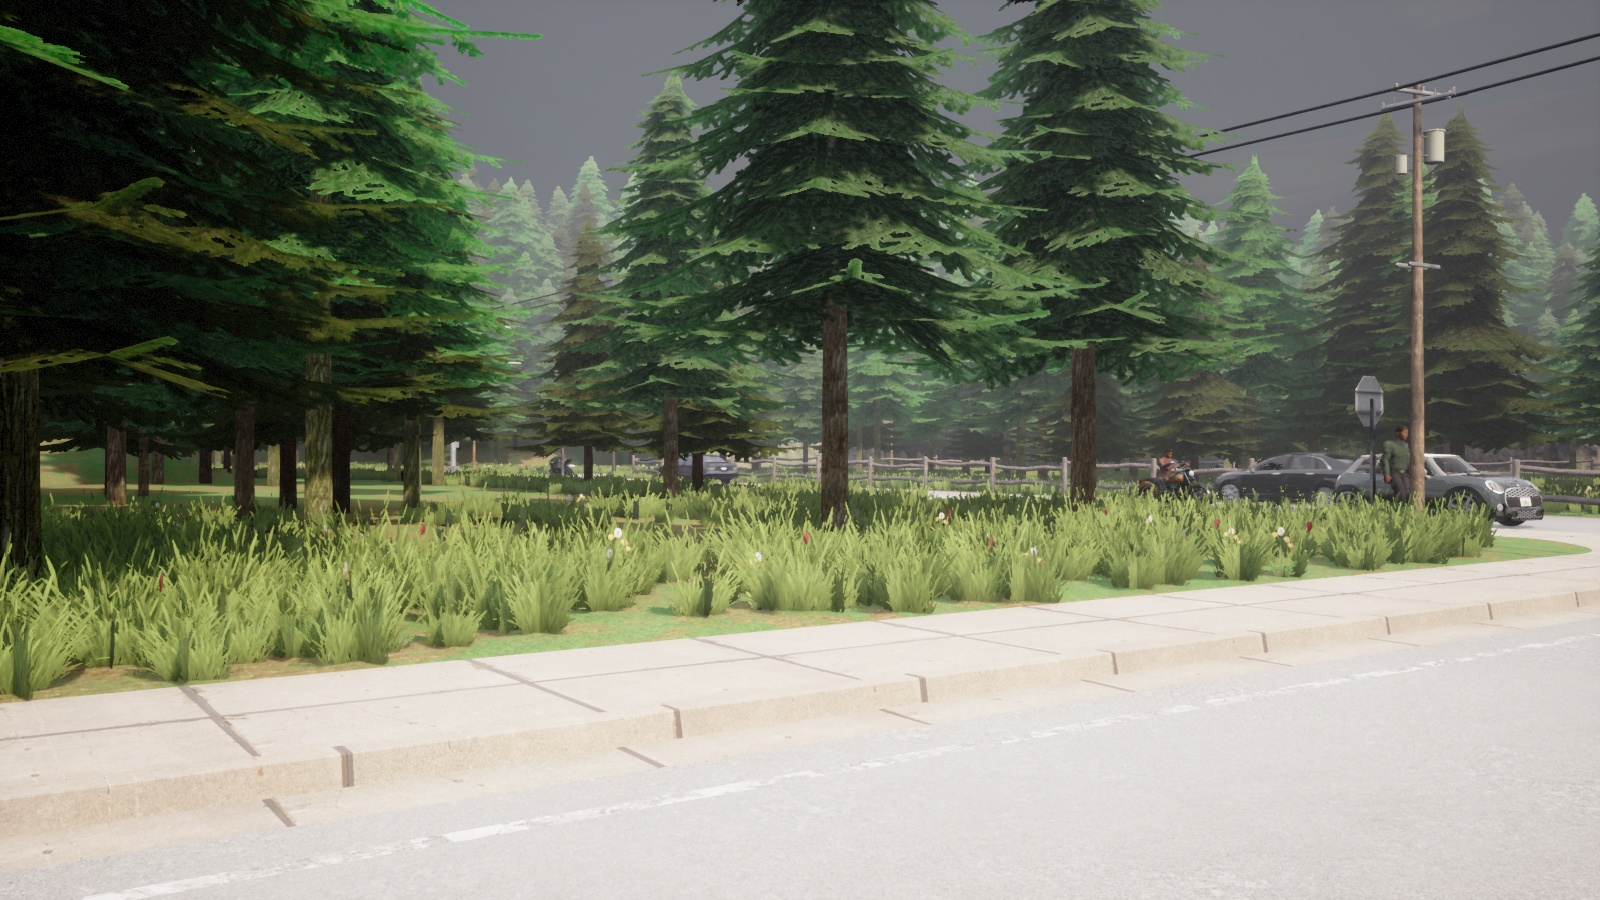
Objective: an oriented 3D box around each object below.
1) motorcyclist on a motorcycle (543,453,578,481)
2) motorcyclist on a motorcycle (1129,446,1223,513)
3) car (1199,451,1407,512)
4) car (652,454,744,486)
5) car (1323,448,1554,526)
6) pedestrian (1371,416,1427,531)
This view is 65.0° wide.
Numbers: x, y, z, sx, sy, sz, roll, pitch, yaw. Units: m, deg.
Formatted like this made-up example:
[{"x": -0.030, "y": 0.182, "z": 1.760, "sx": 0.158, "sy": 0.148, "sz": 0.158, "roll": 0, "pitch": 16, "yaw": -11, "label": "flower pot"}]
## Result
[{"x": -13.619, "y": 0.956, "z": 71.310, "sx": 2.191, "sy": 1.530, "sz": 0.866, "roll": 0, "pitch": 0, "yaw": 45, "label": "motorcyclist on a motorcycle"}, {"x": 9.510, "y": 0.718, "z": 31.862, "sx": 0.766, "sy": 1.649, "sz": 2.350, "roll": 0, "pitch": 0, "yaw": -32, "label": "motorcyclist on a motorcycle"}, {"x": 13.028, "y": 0.768, "z": 32.860, "sx": 1.837, "sy": 1.490, "sz": 4.892, "roll": 0, "pitch": 0, "yaw": -32, "label": "car"}, {"x": -4.914, "y": 0.923, "z": 59.929, "sx": 2.033, "sy": 1.411, "sz": 5.357, "roll": 0, "pitch": 0, "yaw": -34, "label": "car"}, {"x": 13.154, "y": 0.711, "z": 26.059, "sx": 1.970, "sy": 1.475, "sz": 3.806, "roll": 0, "pitch": 0, "yaw": -32, "label": "car"}, {"x": 10.361, "y": 0.401, "z": 21.730, "sx": 0.423, "sy": 1.949, "sz": 0.788, "roll": 0, "pitch": 0, "yaw": -20, "label": "pedestrian"}]
